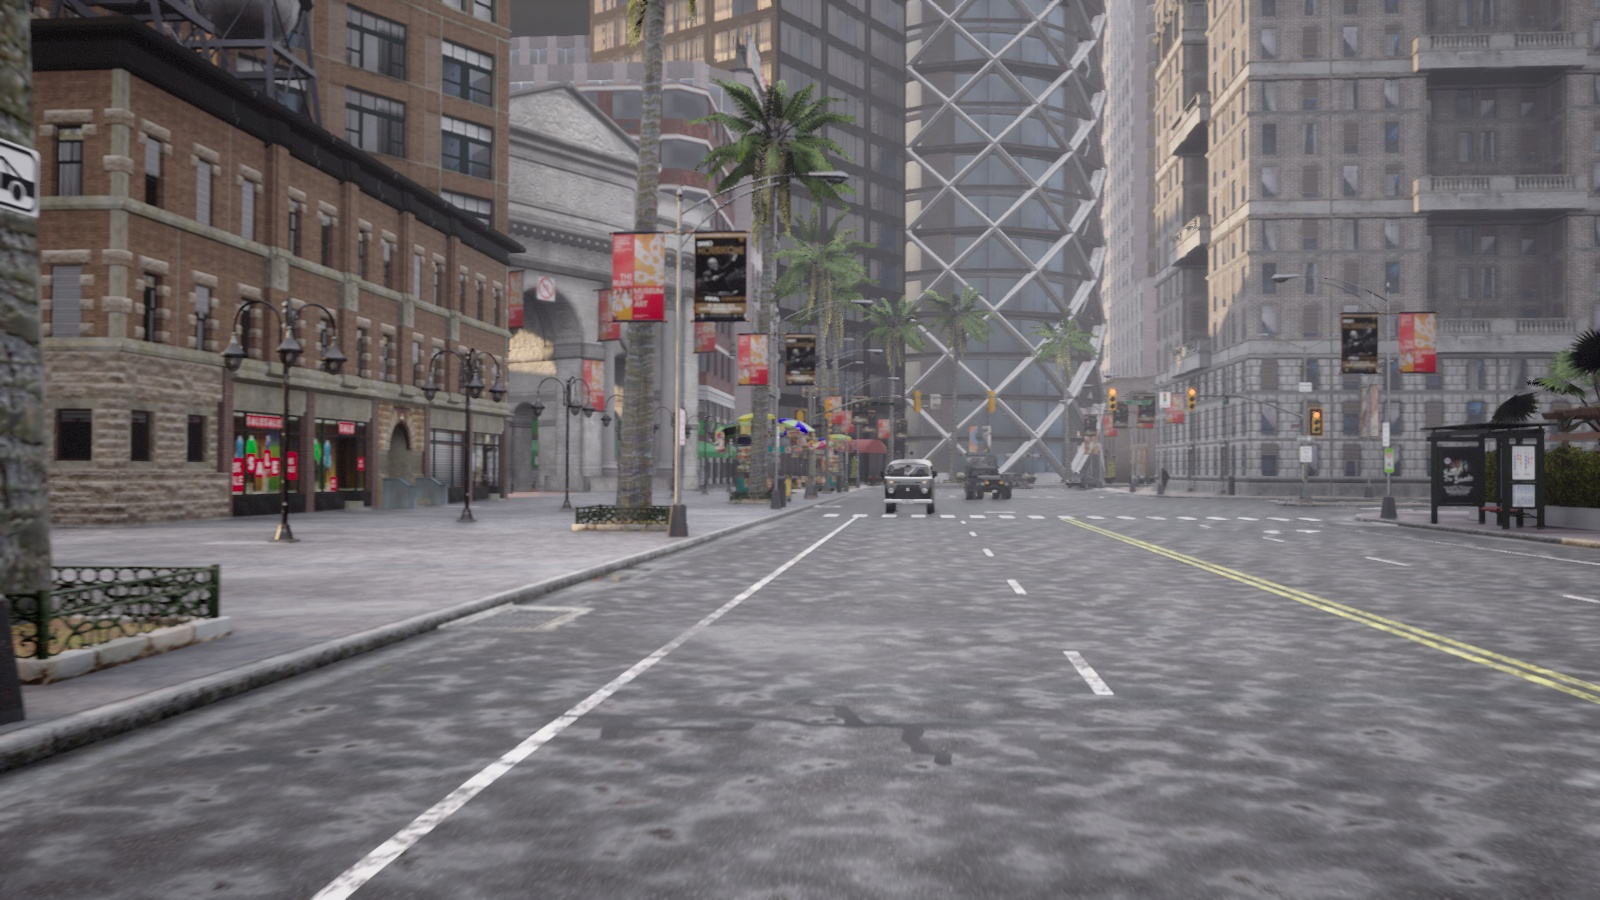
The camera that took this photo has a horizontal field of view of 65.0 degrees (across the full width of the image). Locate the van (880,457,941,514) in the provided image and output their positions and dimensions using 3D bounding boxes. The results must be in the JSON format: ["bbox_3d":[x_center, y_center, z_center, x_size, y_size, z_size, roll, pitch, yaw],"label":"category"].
[{"bbox_3d":[4.211,1.314,47.142,2.069,2.038,4.480,0,-1,8],"label":"van"}]

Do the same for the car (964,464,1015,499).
[{"bbox_3d":[10.688,1.767,71.059,1.905,1.878,3.866,0,-1,-6],"label":"car"}]
